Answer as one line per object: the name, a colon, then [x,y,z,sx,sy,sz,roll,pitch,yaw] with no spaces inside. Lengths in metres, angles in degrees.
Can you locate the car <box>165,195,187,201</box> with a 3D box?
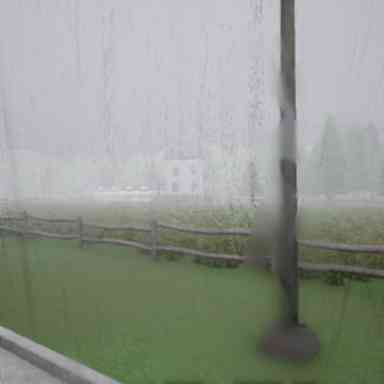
car: [-3.209,1.412,68.345,4.605,1.855,1.932,0,0,35]
